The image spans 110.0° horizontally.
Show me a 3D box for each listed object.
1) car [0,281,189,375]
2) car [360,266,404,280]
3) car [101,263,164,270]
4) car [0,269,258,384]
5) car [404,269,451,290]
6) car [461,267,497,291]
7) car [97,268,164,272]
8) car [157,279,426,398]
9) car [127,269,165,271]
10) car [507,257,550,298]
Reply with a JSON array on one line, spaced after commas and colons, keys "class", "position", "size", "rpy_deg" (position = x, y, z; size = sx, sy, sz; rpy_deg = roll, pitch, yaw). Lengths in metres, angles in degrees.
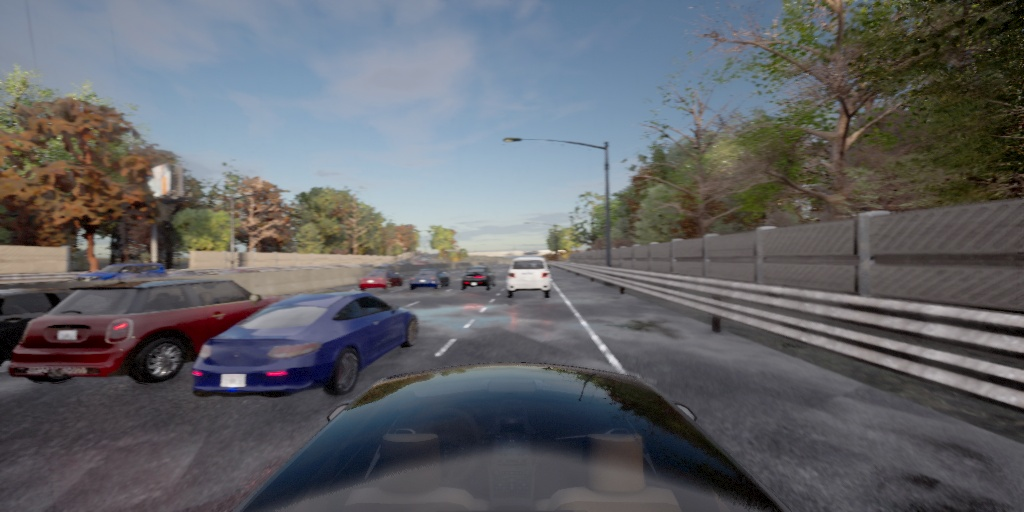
[{"class": "car", "position": [-10.194, 1.449, 7.736], "size": [1.837, 1.490, 4.892], "rpy_deg": [-1, -1, 3]}, {"class": "car", "position": [-9.130, 1.638, 25.468], "size": [1.994, 1.385, 4.181], "rpy_deg": [-1, 0, 3]}, {"class": "car", "position": [-30.217, 1.617, 27.939], "size": [2.150, 2.045, 5.566], "rpy_deg": [-1, 0, 4]}, {"class": "car", "position": [-6.698, 1.245, 7.624], "size": [2.097, 1.767, 4.553], "rpy_deg": [-1, 0, 3]}, {"class": "car", "position": [-5.646, 1.585, 25.100], "size": [1.994, 1.385, 4.181], "rpy_deg": [-1, 0, 3]}, {"class": "car", "position": [-2.190, 1.470, 24.339], "size": [1.837, 1.490, 4.892], "rpy_deg": [-1, 0, 3]}, {"class": "car", "position": [-26.846, 1.878, 25.698], "size": [2.033, 1.411, 5.357], "rpy_deg": [-1, -1, 3]}, {"class": "car", "position": [-3.248, 1.362, 6.650], "size": [1.812, 1.442, 4.674], "rpy_deg": [-1, 0, 3]}, {"class": "car", "position": [-23.354, 1.826, 25.479], "size": [2.033, 1.411, 5.357], "rpy_deg": [-1, 0, 3]}, {"class": "car", "position": [0.941, 1.104, 19.827], "size": [2.150, 2.045, 5.566], "rpy_deg": [-1, 0, 3]}]
